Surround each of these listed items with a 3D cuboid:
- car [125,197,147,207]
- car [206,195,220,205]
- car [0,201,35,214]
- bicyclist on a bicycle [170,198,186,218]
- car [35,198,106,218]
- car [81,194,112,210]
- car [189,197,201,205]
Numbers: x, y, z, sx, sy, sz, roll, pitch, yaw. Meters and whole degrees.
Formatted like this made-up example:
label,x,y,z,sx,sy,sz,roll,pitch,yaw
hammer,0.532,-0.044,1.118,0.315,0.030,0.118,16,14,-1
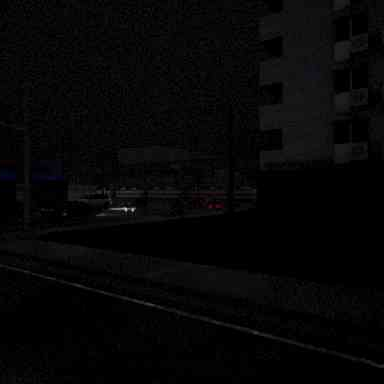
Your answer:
label,x,y,z,sx,sy,sz,roll,pitch,yaw
car,-8.353,1.491,49.988,2.128,1.511,4.902,0,0,15
car,3.916,1.526,58.460,1.812,1.442,4.674,0,0,4
car,-17.886,1.601,32.461,1.895,1.301,4.718,0,0,35
bicyclist on a bicycle,-1.169,1.300,27.291,1.656,1.620,0.582,0,0,36
car,-10.750,1.547,29.883,2.033,1.411,5.357,0,0,35
car,-12.300,1.221,40.713,2.150,2.045,5.566,0,0,29
car,0.466,1.564,59.715,1.994,1.385,4.181,0,0,4
